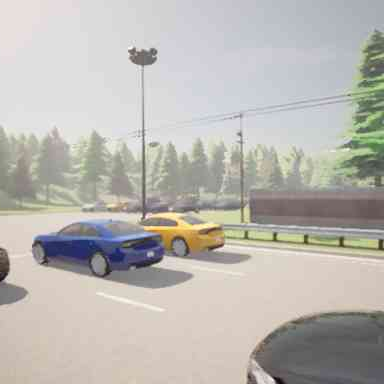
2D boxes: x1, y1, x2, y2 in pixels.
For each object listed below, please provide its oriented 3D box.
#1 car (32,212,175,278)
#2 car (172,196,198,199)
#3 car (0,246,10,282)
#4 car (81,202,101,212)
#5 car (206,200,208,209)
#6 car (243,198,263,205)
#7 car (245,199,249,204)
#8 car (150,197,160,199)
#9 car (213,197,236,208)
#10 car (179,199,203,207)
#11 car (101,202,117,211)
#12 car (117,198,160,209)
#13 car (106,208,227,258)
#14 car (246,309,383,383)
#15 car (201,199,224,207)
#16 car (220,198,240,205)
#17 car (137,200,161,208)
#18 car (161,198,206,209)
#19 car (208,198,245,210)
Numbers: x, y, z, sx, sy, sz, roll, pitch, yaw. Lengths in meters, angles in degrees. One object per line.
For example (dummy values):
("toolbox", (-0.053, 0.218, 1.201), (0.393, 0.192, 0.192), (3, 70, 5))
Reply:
("car", (-3.158, 1.603, 10.667), (5.008, 1.535, 1.882), (-1, -1, 36))
("car", (-0.945, 1.699, 51.157), (2.150, 2.045, 5.566), (-1, -1, 37))
("car", (-6.613, 1.665, 8.775), (4.674, 1.442, 1.812), (-1, -1, 34))
("car", (-13.221, 2.070, 46.456), (1.812, 1.442, 4.674), (-1, -1, 37))
("car", (1.303, 1.957, 48.309), (1.812, 1.442, 4.674), (-1, -1, 37))
("car", (13.530, 2.023, 73.833), (4.181, 1.385, 1.994), (0, -1, -40))
("car", (7.219, 2.014, 56.118), (1.994, 1.385, 4.181), (-1, -1, 38))
("car", (-4.013, 1.873, 52.890), (2.097, 1.767, 4.553), (-1, -1, 37))
("car", (5.951, 1.852, 60.254), (2.097, 1.767, 4.553), (-1, -1, 37))
("car", (-0.082, 2.064, 63.862), (1.882, 1.535, 5.008), (-1, -1, 37))
("car", (-9.506, 1.981, 45.581), (1.882, 1.535, 5.008), (-1, -1, 37))
("car", (-6.869, 1.950, 43.264), (2.128, 1.511, 4.902), (-1, -1, 37))
("car", (-1.065, 1.610, 13.476), (5.008, 1.535, 1.882), (-1, -1, 36))
("car", (2.680, 1.486, 2.030), (4.902, 1.511, 2.128), (-1, -1, 36))
("car", (3.934, 2.038, 63.377), (2.128, 1.511, 4.902), (-1, -1, 38))
("car", (8.585, 2.126, 74.163), (4.674, 1.442, 1.812), (0, -1, -44))
("car", (-4.091, 2.015, 41.133), (1.895, 1.301, 4.718), (-1, -1, 37))
("car", (-0.943, 1.862, 39.496), (2.128, 1.511, 4.902), (-1, -1, 37))
("car", (4.942, 1.937, 47.332), (2.033, 1.411, 5.357), (-1, -1, 37))
